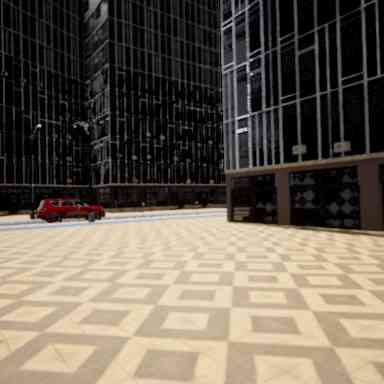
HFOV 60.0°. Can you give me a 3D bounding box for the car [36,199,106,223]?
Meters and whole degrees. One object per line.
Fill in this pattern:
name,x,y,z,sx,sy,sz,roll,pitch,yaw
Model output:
car,-9.344,1.466,25.816,5.009,1.841,2.192,-1,-1,-36
